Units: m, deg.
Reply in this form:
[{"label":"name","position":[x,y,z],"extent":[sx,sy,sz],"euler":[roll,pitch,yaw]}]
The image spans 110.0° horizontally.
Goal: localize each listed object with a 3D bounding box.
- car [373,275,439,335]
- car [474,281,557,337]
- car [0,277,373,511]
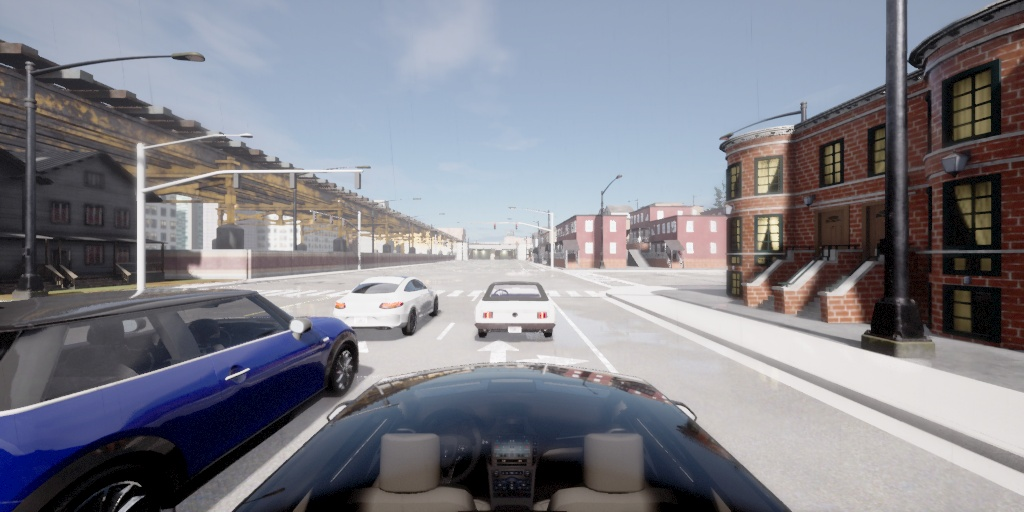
[{"label":"car","position":[-3.396,1.276,10.331],"extent":[1.812,1.442,4.674],"euler":[0,0,0]},{"label":"car","position":[0.106,1.351,10.223],"extent":[1.895,1.301,4.718],"euler":[0,0,1]},{"label":"car","position":[-3.399,1.102,3.688],"extent":[2.097,1.767,4.553],"euler":[0,0,0]}]
